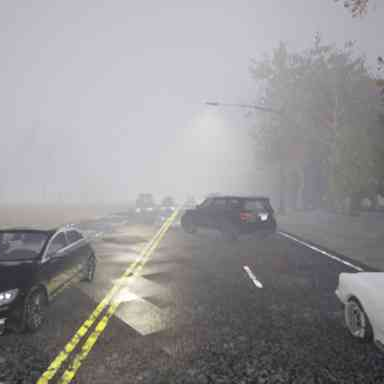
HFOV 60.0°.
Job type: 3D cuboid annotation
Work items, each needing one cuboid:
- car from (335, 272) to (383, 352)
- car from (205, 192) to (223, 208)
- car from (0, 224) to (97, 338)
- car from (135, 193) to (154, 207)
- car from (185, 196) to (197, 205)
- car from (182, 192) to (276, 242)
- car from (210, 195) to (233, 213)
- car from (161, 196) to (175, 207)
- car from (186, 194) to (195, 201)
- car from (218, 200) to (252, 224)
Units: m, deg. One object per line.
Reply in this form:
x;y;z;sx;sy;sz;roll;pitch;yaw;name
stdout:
3.255;1.566;3.279;1.895;1.301;4.718;1;1;0;car
3.103;1.101;47.295;2.150;2.045;5.566;1;-1;0;car
-3.370;1.478;6.778;2.128;1.511;4.902;0;0;0;car
-6.757;1.131;48.320;2.150;2.045;5.566;0;0;0;car
-0.185;1.443;59.030;2.033;1.411;5.357;0;0;0;car
1.627;1.190;16.466;2.150;2.045;5.566;0;0;-33;car
3.135;1.258;36.235;2.097;1.767;4.553;0;-1;0;car
-3.506;1.417;49.237;1.837;1.490;4.892;0;0;0;car
-0.276;1.357;79.730;2.128;1.511;4.902;0;0;0;car
3.151;1.439;25.255;1.837;1.490;4.892;-1;0;0;car
